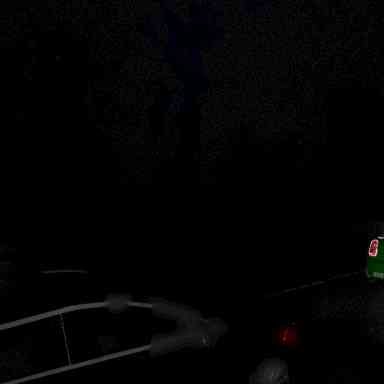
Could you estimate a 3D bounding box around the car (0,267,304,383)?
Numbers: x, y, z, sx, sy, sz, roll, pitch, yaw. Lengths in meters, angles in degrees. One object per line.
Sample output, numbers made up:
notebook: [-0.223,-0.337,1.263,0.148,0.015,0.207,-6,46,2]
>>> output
car: [-0.998,1.491,3.014,4.902,1.511,2.128,0,0,-36]

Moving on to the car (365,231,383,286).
car: [6.320,1.352,8.204,4.553,1.767,2.097,0,0,-35]
